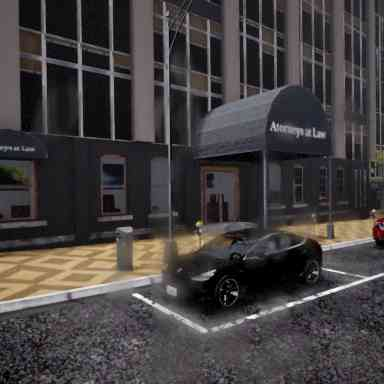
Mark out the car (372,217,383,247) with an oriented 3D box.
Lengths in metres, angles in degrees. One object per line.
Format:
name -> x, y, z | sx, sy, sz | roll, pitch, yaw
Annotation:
car -> 9.615, 1.310, 14.030 | 5.009, 1.841, 2.192 | 0, -1, -37

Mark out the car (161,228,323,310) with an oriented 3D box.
car -> 1.341, 1.564, 7.824 | 4.313, 1.339, 1.947 | 0, -1, -37
